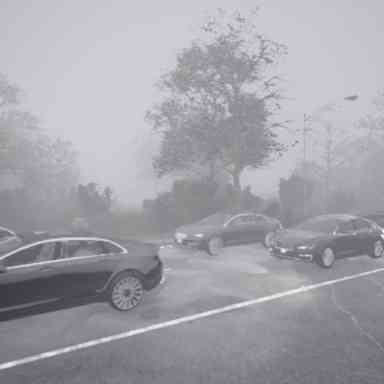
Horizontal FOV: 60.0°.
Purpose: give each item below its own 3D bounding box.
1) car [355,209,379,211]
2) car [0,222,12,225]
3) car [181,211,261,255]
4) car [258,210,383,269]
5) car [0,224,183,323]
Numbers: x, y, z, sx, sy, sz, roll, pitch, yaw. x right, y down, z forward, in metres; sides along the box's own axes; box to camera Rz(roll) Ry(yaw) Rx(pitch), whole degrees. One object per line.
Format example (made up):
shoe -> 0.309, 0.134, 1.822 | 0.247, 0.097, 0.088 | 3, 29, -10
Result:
car -> 9.900, 1.677, 19.089 | 4.181, 1.385, 1.994 | 0, 0, -33
car -> -6.026, 1.482, 8.244 | 4.902, 1.511, 2.128 | 0, 0, -35
car -> 1.569, 1.541, 13.539 | 4.902, 1.511, 2.128 | 0, 0, -34
car -> 4.810, 1.566, 11.518 | 4.892, 1.490, 1.837 | 0, 0, -34
car -> -2.857, 1.494, 6.200 | 4.902, 1.511, 2.128 | 0, 0, -35
